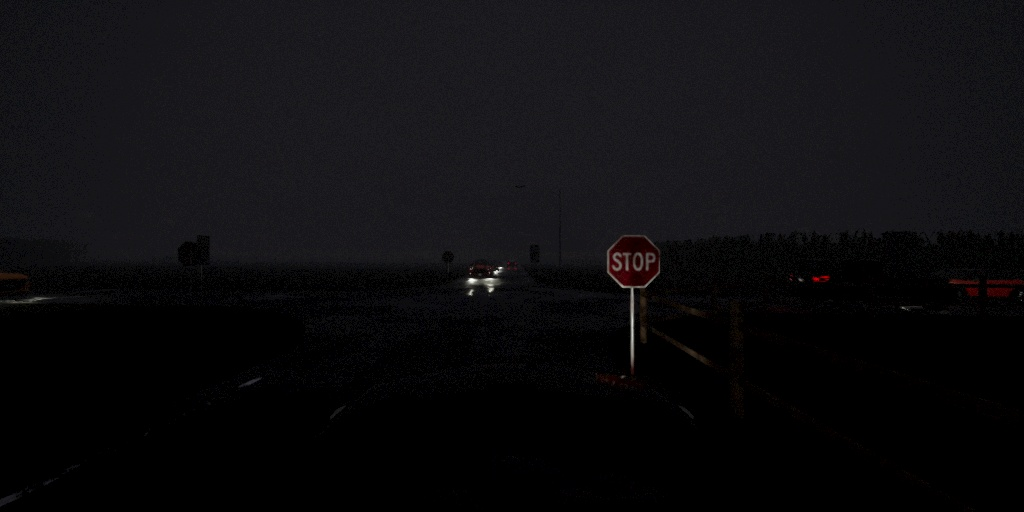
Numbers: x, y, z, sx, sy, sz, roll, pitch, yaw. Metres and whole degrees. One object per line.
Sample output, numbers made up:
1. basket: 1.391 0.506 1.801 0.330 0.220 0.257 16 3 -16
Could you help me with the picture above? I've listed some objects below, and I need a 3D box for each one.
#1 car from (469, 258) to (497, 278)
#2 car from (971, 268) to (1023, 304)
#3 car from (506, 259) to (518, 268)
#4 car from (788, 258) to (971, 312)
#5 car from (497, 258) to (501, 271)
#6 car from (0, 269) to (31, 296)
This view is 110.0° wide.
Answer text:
1. car: -2.844 1.092 33.885 2.097 1.767 4.553 0 0 0
2. car: 22.186 1.395 17.782 4.553 1.767 2.097 1 -1 0
3. car: 0.008 1.311 61.459 1.895 1.301 4.718 0 0 0
4. car: 14.891 1.140 15.055 5.566 2.045 2.150 1 -1 3
5. car: -2.833 1.232 49.778 1.837 1.490 4.892 0 0 0
6. car: -23.418 0.966 15.000 5.008 1.535 1.882 1 -1 0
